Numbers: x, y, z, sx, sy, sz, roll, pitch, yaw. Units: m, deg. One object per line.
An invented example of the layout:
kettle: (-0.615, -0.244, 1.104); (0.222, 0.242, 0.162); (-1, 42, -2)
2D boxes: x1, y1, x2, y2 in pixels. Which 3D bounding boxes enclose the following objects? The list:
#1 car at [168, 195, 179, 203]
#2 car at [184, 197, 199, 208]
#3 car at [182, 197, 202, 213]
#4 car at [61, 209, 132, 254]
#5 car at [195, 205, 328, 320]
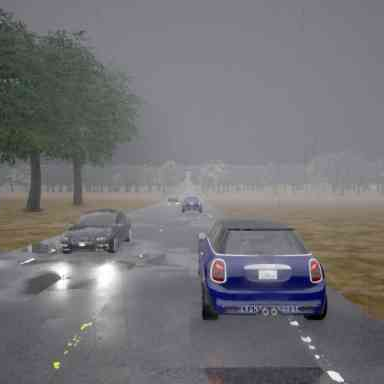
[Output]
car: (-3.631, 1.324, 64.884); (1.882, 1.535, 5.008); (0, 0, 0)
car: (-0.053, 1.463, 46.363); (1.994, 1.385, 4.181); (0, 0, 0)
car: (-0.001, 1.278, 36.209); (2.097, 1.767, 4.553); (0, 0, 0)
car: (-3.627, 1.481, 13.379); (1.837, 1.490, 4.892); (0, 0, 0)
car: (1.210, 1.339, 7.450); (2.097, 1.767, 4.553); (0, 0, 0)
